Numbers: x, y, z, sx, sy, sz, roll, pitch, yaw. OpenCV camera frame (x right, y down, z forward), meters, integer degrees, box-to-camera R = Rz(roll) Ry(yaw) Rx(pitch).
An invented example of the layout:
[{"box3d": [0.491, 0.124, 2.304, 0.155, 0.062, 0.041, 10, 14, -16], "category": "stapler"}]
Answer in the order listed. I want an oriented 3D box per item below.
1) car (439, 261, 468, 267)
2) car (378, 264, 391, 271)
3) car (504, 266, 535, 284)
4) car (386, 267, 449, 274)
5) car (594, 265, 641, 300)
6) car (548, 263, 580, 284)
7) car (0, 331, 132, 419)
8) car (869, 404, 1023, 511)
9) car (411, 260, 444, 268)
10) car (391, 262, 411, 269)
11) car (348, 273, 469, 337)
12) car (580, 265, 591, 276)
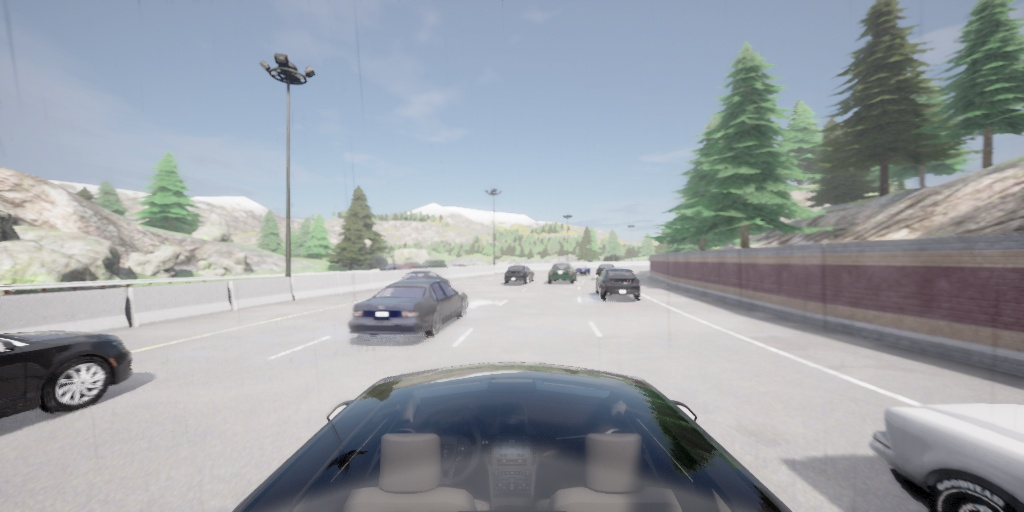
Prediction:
[{"box3d": [-7.728, 1.847, 50.807, 2.033, 1.411, 5.357, -1, -1, 21], "category": "car"}, {"box3d": [-17.738, 1.942, 54.014, 2.033, 1.411, 5.357, -1, -1, 21], "category": "car"}, {"box3d": [0.698, 1.541, 30.182, 1.837, 1.490, 4.892, -1, -1, 14], "category": "car"}, {"box3d": [-4.947, 1.532, 20.033, 1.994, 1.385, 4.181, 0, -1, 9], "category": "car"}, {"box3d": [5.463, 1.394, 18.778, 1.837, 1.490, 4.892, -1, -1, 9], "category": "car"}, {"box3d": [4.346, 1.367, 30.352, 2.097, 1.767, 4.553, -1, -1, 14], "category": "car"}, {"box3d": [-6.710, 1.313, 3.355, 1.837, 1.490, 4.892, -1, -1, 2], "category": "car"}, {"box3d": [3.655, 1.316, 0.575, 1.895, 1.301, 4.718, 0, -1, 1], "category": "car"}, {"box3d": [-11.420, 1.547, 50.940, 2.150, 2.045, 5.566, -1, -1, 21], "category": "car"}, {"box3d": [-14.776, 1.706, 51.921, 2.097, 1.767, 4.553, -1, -1, 20], "category": "car"}, {"box3d": [-2.721, 1.406, 10.724, 2.033, 1.411, 5.357, 0, -1, 6], "category": "car"}, {"box3d": [8.415, 1.724, 43.510, 1.895, 1.301, 4.718, -1, -1, 20], "category": "car"}]
